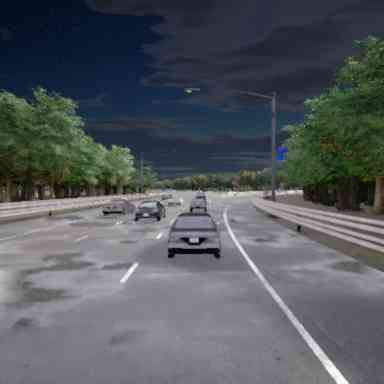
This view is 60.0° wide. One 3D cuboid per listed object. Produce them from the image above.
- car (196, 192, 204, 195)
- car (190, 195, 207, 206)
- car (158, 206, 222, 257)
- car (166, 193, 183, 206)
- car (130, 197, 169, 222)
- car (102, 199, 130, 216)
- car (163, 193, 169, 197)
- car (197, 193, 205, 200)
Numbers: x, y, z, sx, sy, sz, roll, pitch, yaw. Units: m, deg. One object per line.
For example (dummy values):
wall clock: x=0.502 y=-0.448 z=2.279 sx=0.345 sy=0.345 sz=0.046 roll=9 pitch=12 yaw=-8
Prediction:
car: x=1.601 y=1.092 z=62.104 sx=1.837 sy=1.490 sz=4.892 roll=0 pitch=0 yaw=2
car: x=0.694 y=1.327 z=36.331 sx=2.033 sy=1.411 sz=5.357 roll=0 pitch=0 yaw=2
car: x=0.094 y=1.485 z=12.554 sx=2.033 sy=1.411 sz=5.357 roll=0 pitch=0 yaw=1
car: x=-2.317 y=1.280 z=48.500 sx=1.895 sy=1.301 sz=4.718 roll=0 pitch=0 yaw=2
car: x=-3.074 y=1.384 z=24.975 sx=1.812 sy=1.442 sz=4.674 roll=0 pitch=0 yaw=2
car: x=-6.513 y=1.366 z=29.941 sx=2.033 sy=1.411 sz=5.357 roll=0 pitch=0 yaw=2
car: x=-5.061 y=1.018 z=69.213 sx=2.128 sy=1.511 sz=4.902 roll=0 pitch=0 yaw=2
car: x=1.984 y=0.987 z=74.067 sx=1.882 sy=1.535 sz=5.008 roll=0 pitch=0 yaw=1
